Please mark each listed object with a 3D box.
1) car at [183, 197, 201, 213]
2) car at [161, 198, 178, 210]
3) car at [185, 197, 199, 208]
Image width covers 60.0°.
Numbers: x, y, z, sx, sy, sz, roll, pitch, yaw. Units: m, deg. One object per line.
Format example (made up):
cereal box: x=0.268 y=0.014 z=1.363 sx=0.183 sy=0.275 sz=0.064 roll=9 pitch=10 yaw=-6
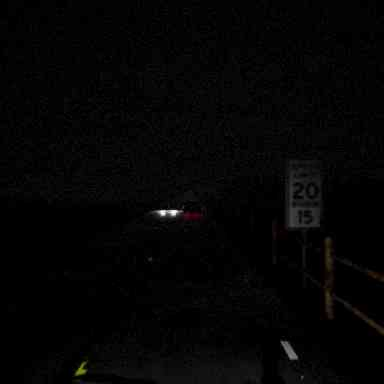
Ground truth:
car: x=-0.003 y=1.426 z=36.355 sx=2.128 sy=1.511 sz=4.902 roll=0 pitch=0 yaw=0
car: x=-2.753 y=1.490 z=41.385 sx=1.994 sy=1.385 sz=4.181 roll=0 pitch=0 yaw=0
car: x=0.008 y=1.442 z=47.679 sx=1.812 sy=1.442 sz=4.674 roll=0 pitch=0 yaw=0
